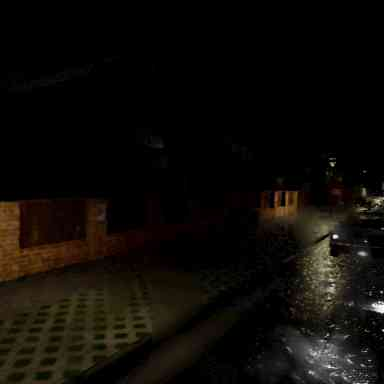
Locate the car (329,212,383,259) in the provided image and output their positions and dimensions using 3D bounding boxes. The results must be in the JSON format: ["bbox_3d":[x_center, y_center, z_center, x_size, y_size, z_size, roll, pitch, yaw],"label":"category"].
[{"bbox_3d":[5.949,1.378,11.126,1.895,1.301,4.718,3,2,33],"label":"car"}]
